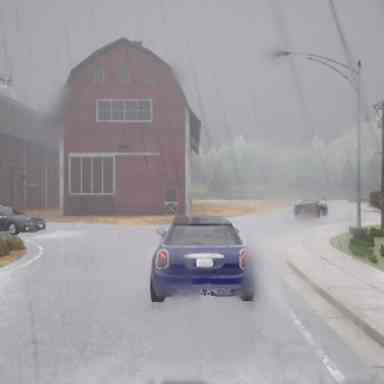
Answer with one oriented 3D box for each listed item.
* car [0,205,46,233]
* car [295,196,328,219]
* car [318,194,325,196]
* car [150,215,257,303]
[{"bbox_3d":[-10.384,1.497,18.019,4.892,1.490,1.837,2,0,9],"label":"car"},{"bbox_3d":[10.276,1.397,28.478,1.882,1.535,5.008,0,0,33],"label":"car"},{"bbox_3d":[28.036,1.273,72.187,2.128,1.511,4.902,0,0,22],"label":"car"},{"bbox_3d":[0.173,1.350,8.376,2.097,1.767,4.553,0,0,-2],"label":"car"}]
